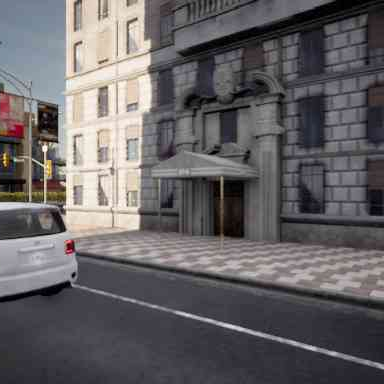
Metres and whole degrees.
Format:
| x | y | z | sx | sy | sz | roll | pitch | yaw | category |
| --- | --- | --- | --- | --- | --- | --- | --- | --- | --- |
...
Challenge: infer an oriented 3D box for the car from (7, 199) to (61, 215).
| x | y | z | sx | sy | sz | roll | pitch | yaw | category |
| --- | --- | --- | --- | --- | --- | --- | --- | --- | --- |
| -16.854 | 1.519 | 35.728 | 1.882 | 1.535 | 5.008 | 0 | 0 | 35 | car |

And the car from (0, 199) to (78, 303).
| x | y | z | sx | sy | sz | roll | pitch | yaw | category |
| --- | --- | --- | --- | --- | --- | --- | --- | --- | --- |
| -4.891 | 1.232 | 7.379 | 5.566 | 2.045 | 2.150 | 0 | 0 | 35 | car |

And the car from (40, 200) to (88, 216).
| x | y | z | sx | sy | sz | roll | pitch | yaw | category |
| --- | --- | --- | --- | --- | --- | --- | --- | --- | --- |
| -13.278 | 1.601 | 34.697 | 1.994 | 1.385 | 4.181 | 0 | 0 | 35 | car |
